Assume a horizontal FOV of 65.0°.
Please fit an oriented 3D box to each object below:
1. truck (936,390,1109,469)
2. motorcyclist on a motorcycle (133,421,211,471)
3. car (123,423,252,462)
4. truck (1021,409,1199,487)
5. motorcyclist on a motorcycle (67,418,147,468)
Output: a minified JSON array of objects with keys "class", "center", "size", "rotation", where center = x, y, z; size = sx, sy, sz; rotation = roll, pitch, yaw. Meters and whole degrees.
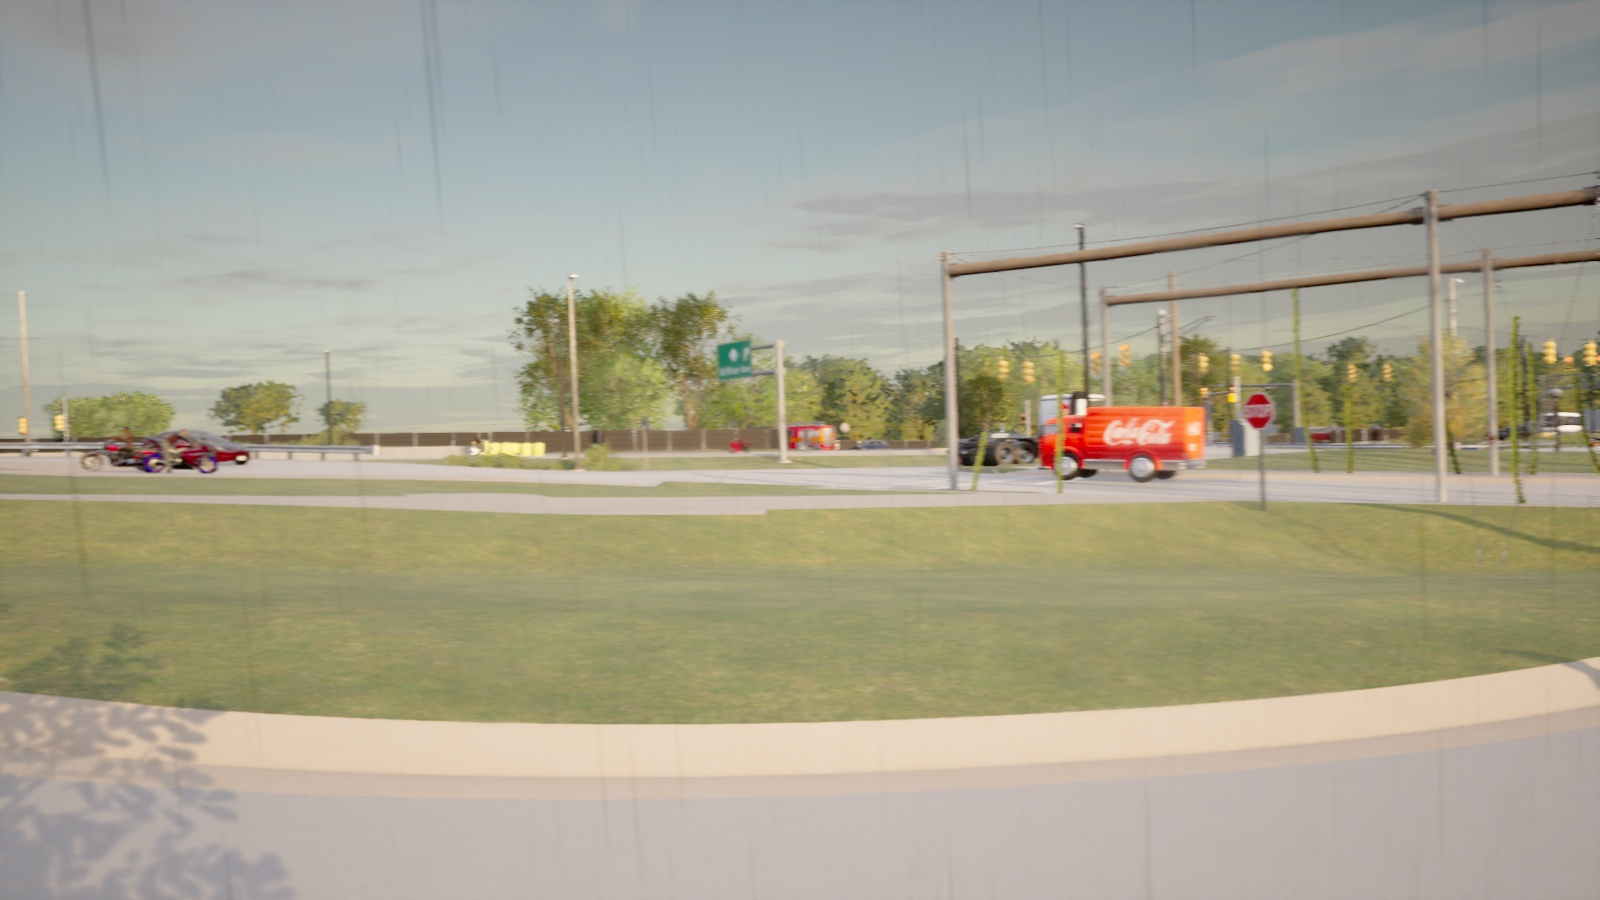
[{"class":"truck","center":[10.324,-0.882,57.973],"size":[7.936,3.462,2.891],"rotation":[0,0,-32]},{"class":"motorcyclist on a motorcycle","center":[-20.551,-0.117,41.111],"size":[2.191,1.530,0.866],"rotation":[2,-1,-30]},{"class":"car","center":[-26.083,-0.334,53.501],"size":[4.792,1.488,2.163],"rotation":[2,2,18]},{"class":"truck","center":[10.402,-0.138,42.213],"size":[5.204,2.467,2.627],"rotation":[1,2,34]},{"class":"motorcyclist on a motorcycle","center":[-23.855,-0.231,43.236],"size":[2.350,1.649,0.766],"rotation":[2,-1,-31]}]
